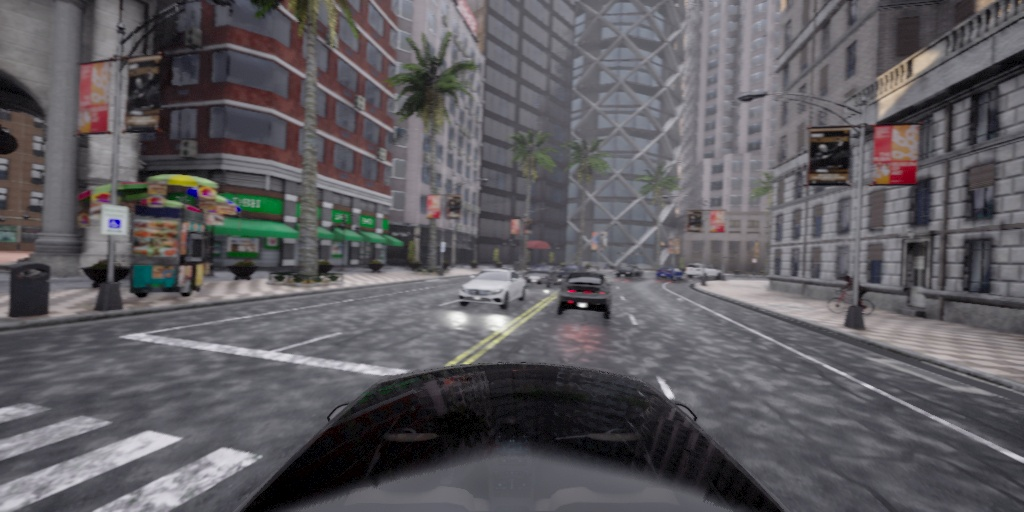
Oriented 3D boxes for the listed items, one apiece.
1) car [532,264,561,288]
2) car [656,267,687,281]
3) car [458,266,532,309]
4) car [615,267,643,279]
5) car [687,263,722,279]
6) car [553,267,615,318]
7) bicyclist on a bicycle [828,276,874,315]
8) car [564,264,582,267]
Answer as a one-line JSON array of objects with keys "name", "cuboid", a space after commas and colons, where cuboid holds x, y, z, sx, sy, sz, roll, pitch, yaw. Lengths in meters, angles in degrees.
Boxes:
[{"name": "car", "cuboid": [2.077, 1.330, 25.165, 2.128, 1.511, 4.902, 2, 0, 16]}, {"name": "car", "cuboid": [18.594, 2.026, 42.185, 1.882, 1.535, 5.008, 2, 0, 41]}, {"name": "car", "cuboid": [-0.647, 1.247, 15.080, 1.812, 1.442, 4.674, 2, 0, 15]}, {"name": "car", "cuboid": [13.748, 1.941, 41.895, 1.895, 1.301, 4.718, 2, 0, 37]}, {"name": "car", "cuboid": [26.209, 2.097, 49.003, 5.566, 2.045, 2.150, 2, 0, -29]}, {"name": "car", "cuboid": [2.913, 1.379, 14.077, 1.837, 1.490, 4.892, 2, 0, 14]}, {"name": "bicyclist on a bicycle", "cuboid": [14.314, 1.665, 15.133, 1.656, 1.620, 0.582, 2, 0, 14]}, {"name": "car", "cuboid": [6.237, 1.564, 36.781, 2.033, 1.411, 5.357, 2, 0, 27]}]
